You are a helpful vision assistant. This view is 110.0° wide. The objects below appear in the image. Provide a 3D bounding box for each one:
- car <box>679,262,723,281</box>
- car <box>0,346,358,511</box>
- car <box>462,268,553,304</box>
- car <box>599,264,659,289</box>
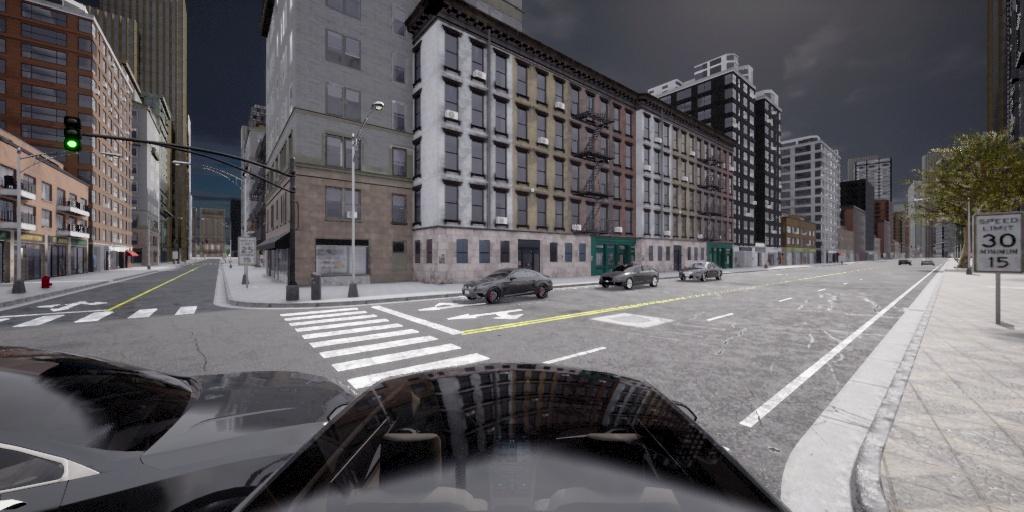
[{"bbox_3d":[15.551,1.235,29.469,4.902,1.511,2.128,0,0,-39],"label":"car"},{"bbox_3d":[-3.228,1.257,1.730,4.892,1.490,1.837,0,0,-35],"label":"car"},{"bbox_3d":[-0.102,1.286,16.714,4.674,1.442,1.812,0,0,-39],"label":"car"},{"bbox_3d":[7.566,1.257,22.968,4.892,1.490,1.837,0,0,-39],"label":"car"}]
